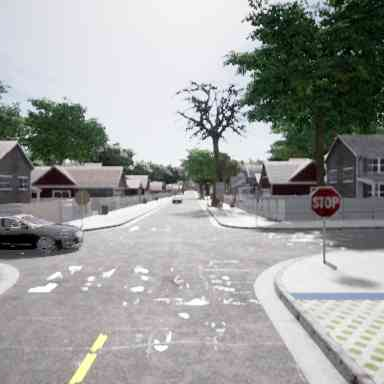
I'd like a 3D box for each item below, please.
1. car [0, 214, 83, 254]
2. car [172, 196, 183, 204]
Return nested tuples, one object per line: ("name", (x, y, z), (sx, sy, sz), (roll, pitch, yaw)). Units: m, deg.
("car", (-6.865, 1.623, 13.130), (4.902, 1.511, 2.128), (0, 0, -1))
("car", (-2.729, 1.443, 62.581), (2.033, 1.411, 5.357), (0, 0, 0))
